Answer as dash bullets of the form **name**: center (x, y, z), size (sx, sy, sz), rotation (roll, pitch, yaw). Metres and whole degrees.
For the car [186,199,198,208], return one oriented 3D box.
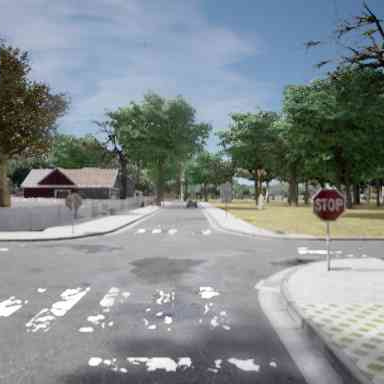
- **car**: center (-0.003, 2.025, 58.032), size (1.812, 1.442, 4.674), rotation (0, -1, 0)
